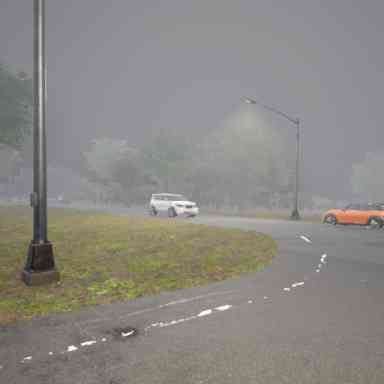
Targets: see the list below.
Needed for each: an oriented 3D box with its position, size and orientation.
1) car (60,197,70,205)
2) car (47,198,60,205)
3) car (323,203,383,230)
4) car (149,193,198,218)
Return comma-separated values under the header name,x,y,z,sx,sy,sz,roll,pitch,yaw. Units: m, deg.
name,x,y,z,sx,sy,sz,roll,pitch,yaw
car,-33.697,2.302,87.168,2.150,2.045,5.566,4,-3,-35
car,-35.031,2.189,82.588,2.097,1.767,4.553,4,-3,-30
car,11.321,1.548,22.619,2.097,1.767,4.553,4,-3,-35
car,-1.762,1.171,29.164,2.150,2.045,5.566,4,-3,-35
